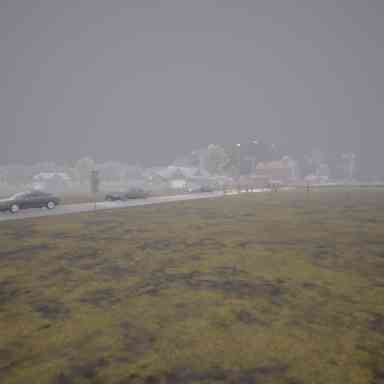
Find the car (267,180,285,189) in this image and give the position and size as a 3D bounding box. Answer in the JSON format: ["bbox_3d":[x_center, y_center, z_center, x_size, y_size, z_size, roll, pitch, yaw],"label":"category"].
[{"bbox_3d":[15.157,-1.341,59.846,1.882,1.535,5.008,1,3,36],"label":"car"}]

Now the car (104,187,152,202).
[{"bbox_3d":[-6.595,0.235,34.952,2.033,1.411,5.357,1,3,36],"label":"car"}]

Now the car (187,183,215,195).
[{"bbox_3d":[1.237,-0.461,45.690,2.128,1.511,4.902,1,3,36],"label":"car"}]

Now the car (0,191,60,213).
[{"bbox_3d":[-12.936,0.723,26.244,1.837,1.490,4.892,1,3,36],"label":"car"}]
